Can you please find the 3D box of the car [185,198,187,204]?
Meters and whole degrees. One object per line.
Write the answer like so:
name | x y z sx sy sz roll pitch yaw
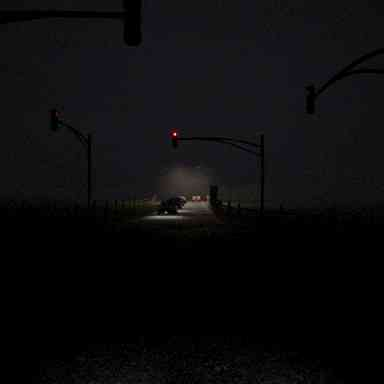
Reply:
car | -2.163 1.560 53.824 2.033 1.411 5.357 0 0 1

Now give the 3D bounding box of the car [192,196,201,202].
car | 1.008 1.617 75.973 1.895 1.301 4.718 0 0 1

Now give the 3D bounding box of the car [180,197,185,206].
car | -2.299 1.514 43.977 1.837 1.490 4.892 0 0 1

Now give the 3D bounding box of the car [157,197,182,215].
car | -2.440 1.553 34.199 2.033 1.411 5.357 0 0 0

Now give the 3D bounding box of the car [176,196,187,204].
car | -1.972 1.581 63.830 1.994 1.385 4.181 0 0 2
